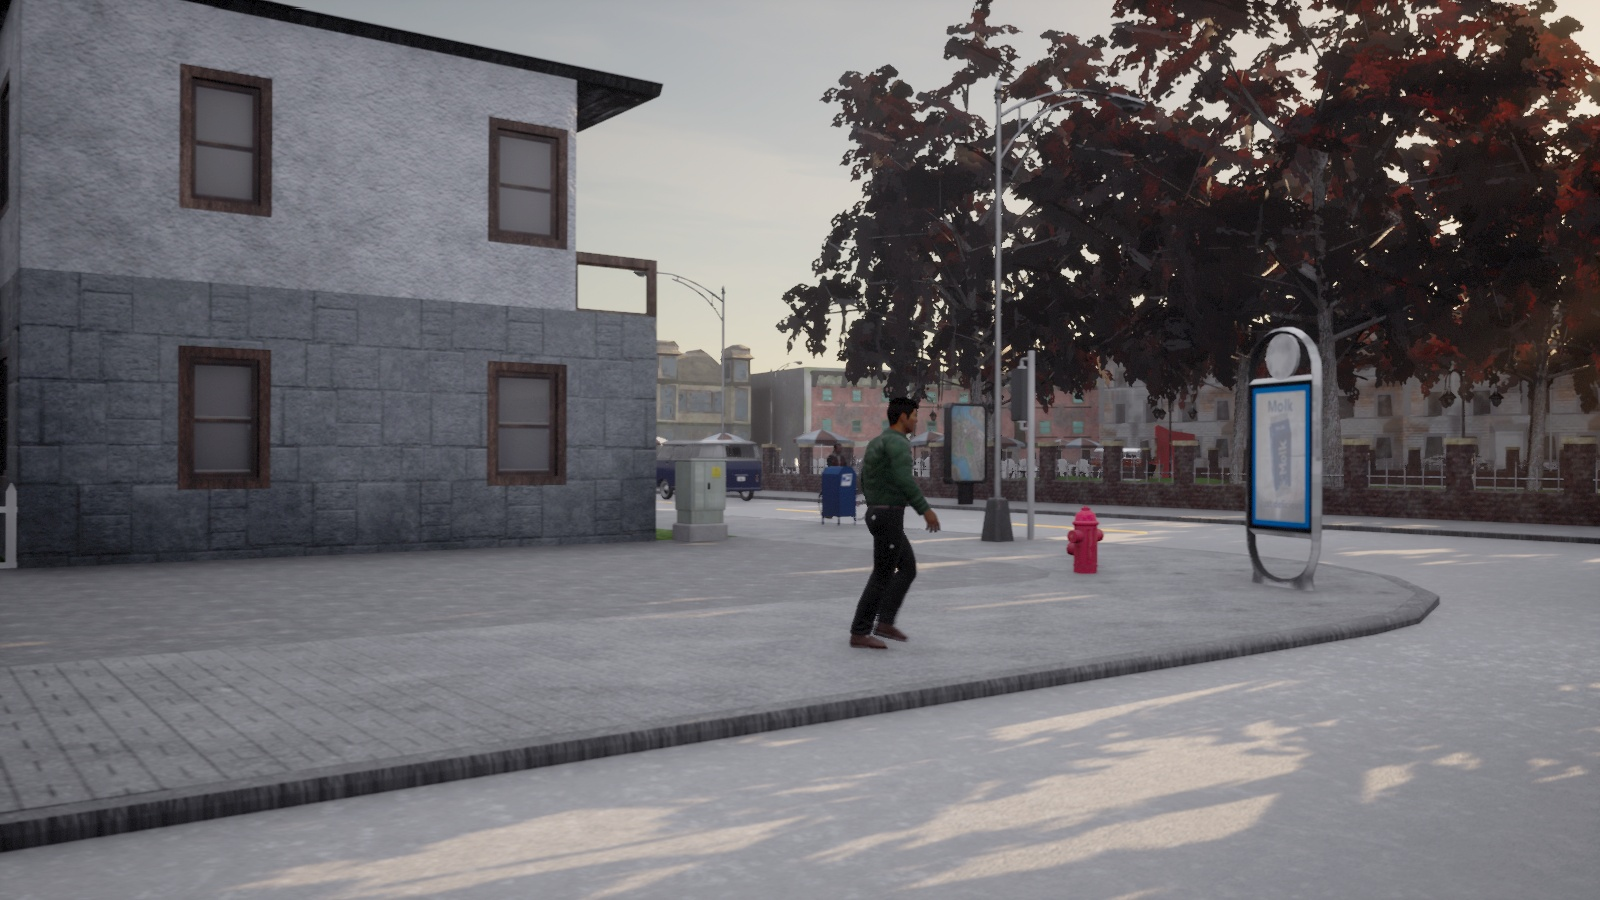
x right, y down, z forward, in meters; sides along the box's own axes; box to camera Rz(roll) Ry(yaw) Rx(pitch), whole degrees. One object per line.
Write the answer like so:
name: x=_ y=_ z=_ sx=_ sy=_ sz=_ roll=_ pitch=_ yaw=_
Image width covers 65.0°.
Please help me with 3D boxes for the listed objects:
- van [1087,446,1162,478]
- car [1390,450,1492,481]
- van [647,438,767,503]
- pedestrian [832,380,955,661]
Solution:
van: x=21.554 y=0.767 z=83.453 sx=2.069 sy=2.038 sz=4.480 roll=0 pitch=0 yaw=-38
car: x=36.056 y=0.833 z=70.705 sx=2.242 sy=1.667 sz=4.611 roll=0 pitch=0 yaw=-37
van: x=-3.072 y=0.650 z=40.770 sx=1.775 sy=1.987 sz=4.442 roll=0 pitch=0 yaw=-37
pedestrian: x=0.666 y=0.487 z=8.992 sx=0.788 sy=1.949 sz=0.423 roll=0 pitch=0 yaw=-13
